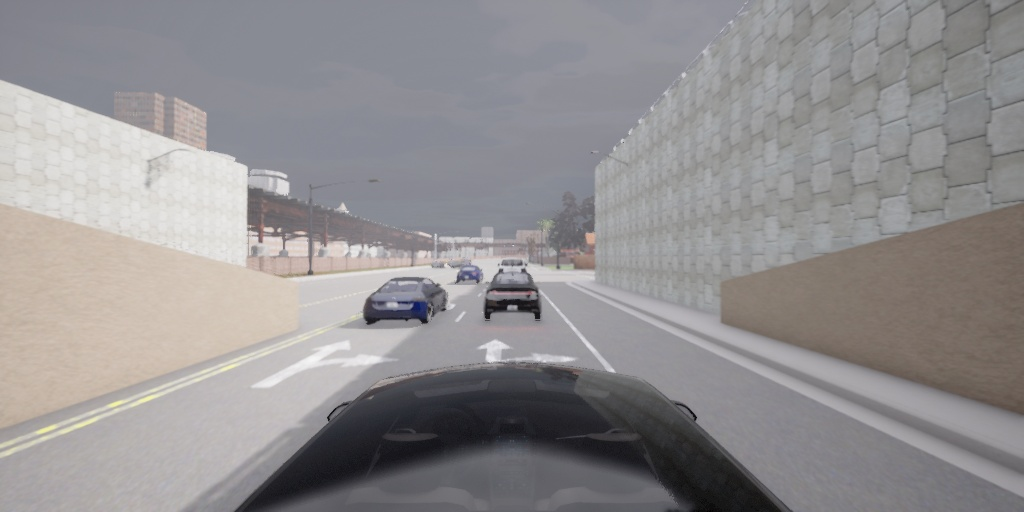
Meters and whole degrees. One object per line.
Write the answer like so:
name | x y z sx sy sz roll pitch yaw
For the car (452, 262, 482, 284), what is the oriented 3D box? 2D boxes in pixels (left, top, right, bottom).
car | -3.444 1.476 29.715 1.812 1.442 4.674 0 0 1

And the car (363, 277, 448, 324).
car | -3.463 1.391 12.333 1.994 1.385 4.181 0 0 -1

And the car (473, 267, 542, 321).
car | 0.033 1.322 12.899 2.128 1.511 4.902 0 0 1

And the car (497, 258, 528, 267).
car | 0.040 1.162 27.949 2.150 2.045 5.566 0 0 1
